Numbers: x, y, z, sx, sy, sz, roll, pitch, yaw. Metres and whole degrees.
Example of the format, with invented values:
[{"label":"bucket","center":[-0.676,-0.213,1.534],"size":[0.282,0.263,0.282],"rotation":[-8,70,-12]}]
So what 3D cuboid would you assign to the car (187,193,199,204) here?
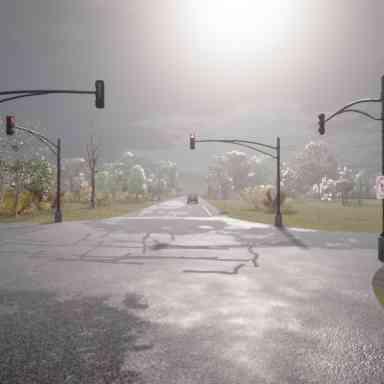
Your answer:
[{"label":"car","center":[0.150,1.293,67.563],"size":[2.150,2.045,5.566],"rotation":[0,0,0]}]
